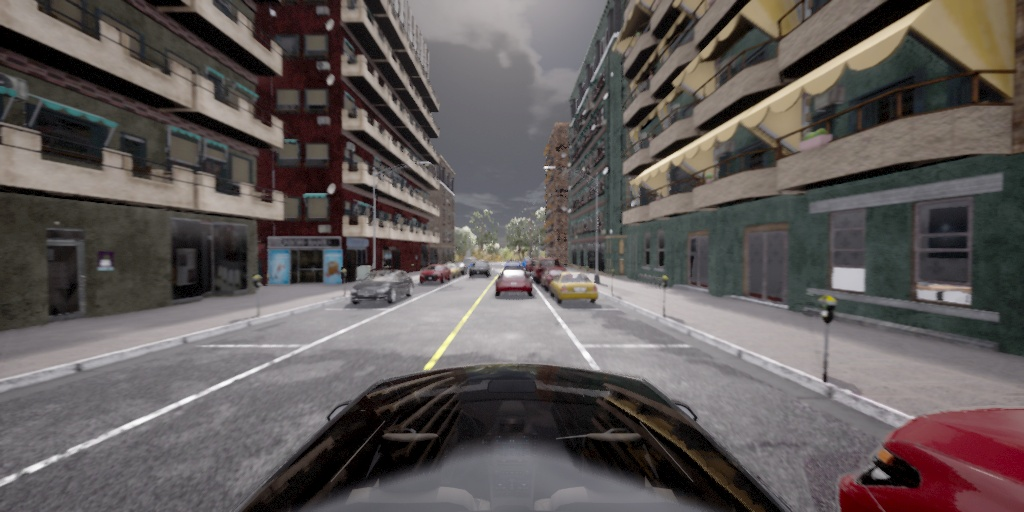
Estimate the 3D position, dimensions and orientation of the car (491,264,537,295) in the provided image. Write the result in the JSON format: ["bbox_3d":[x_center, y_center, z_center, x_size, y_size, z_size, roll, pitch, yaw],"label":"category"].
[{"bbox_3d":[0.096,1.321,19.784,1.994,1.385,4.181,0,0,0],"label":"car"}]

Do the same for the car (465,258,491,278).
[{"bbox_3d":[-3.029,1.238,34.731,1.882,1.535,5.008,0,0,0],"label":"car"}]

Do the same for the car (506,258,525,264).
[{"bbox_3d":[0.093,1.239,37.528,1.882,1.535,5.008,0,0,0],"label":"car"}]

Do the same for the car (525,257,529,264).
[{"bbox_3d":[2.684,1.077,38.343,2.192,1.841,5.009,0,0,0],"label":"car"}]

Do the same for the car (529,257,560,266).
[{"bbox_3d":[2.686,1.074,27.294,2.192,1.841,5.009,0,0,0],"label":"car"}]

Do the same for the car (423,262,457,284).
[{"bbox_3d":[-5.695,1.303,27.244,1.888,1.381,4.507,0,0,0],"label":"car"}]

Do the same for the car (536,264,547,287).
[{"bbox_3d":[2.686,1.339,21.770,1.802,1.307,4.207,0,0,0],"label":"car"}]

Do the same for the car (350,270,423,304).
[{"bbox_3d":[-5.693,1.305,16.195,2.007,1.370,4.403,0,0,0],"label":"car"}]

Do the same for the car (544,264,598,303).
[{"bbox_3d":[2.687,1.281,16.415,1.751,1.417,4.829,0,0,0],"label":"car"}]

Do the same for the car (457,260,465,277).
[{"bbox_3d":[-5.696,1.285,32.599,1.751,1.417,4.829,0,0,0],"label":"car"}]
